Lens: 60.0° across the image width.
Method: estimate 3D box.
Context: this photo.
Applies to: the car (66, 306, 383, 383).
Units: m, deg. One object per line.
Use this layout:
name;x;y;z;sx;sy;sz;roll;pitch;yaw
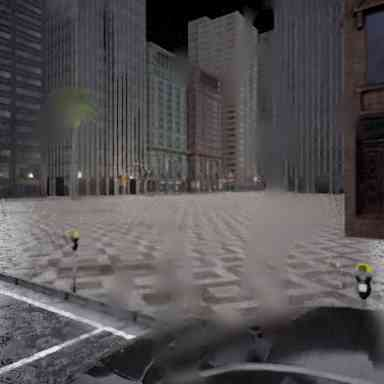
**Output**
car;0.905;1.567;2.319;4.313;1.339;1.947;0;0;36
